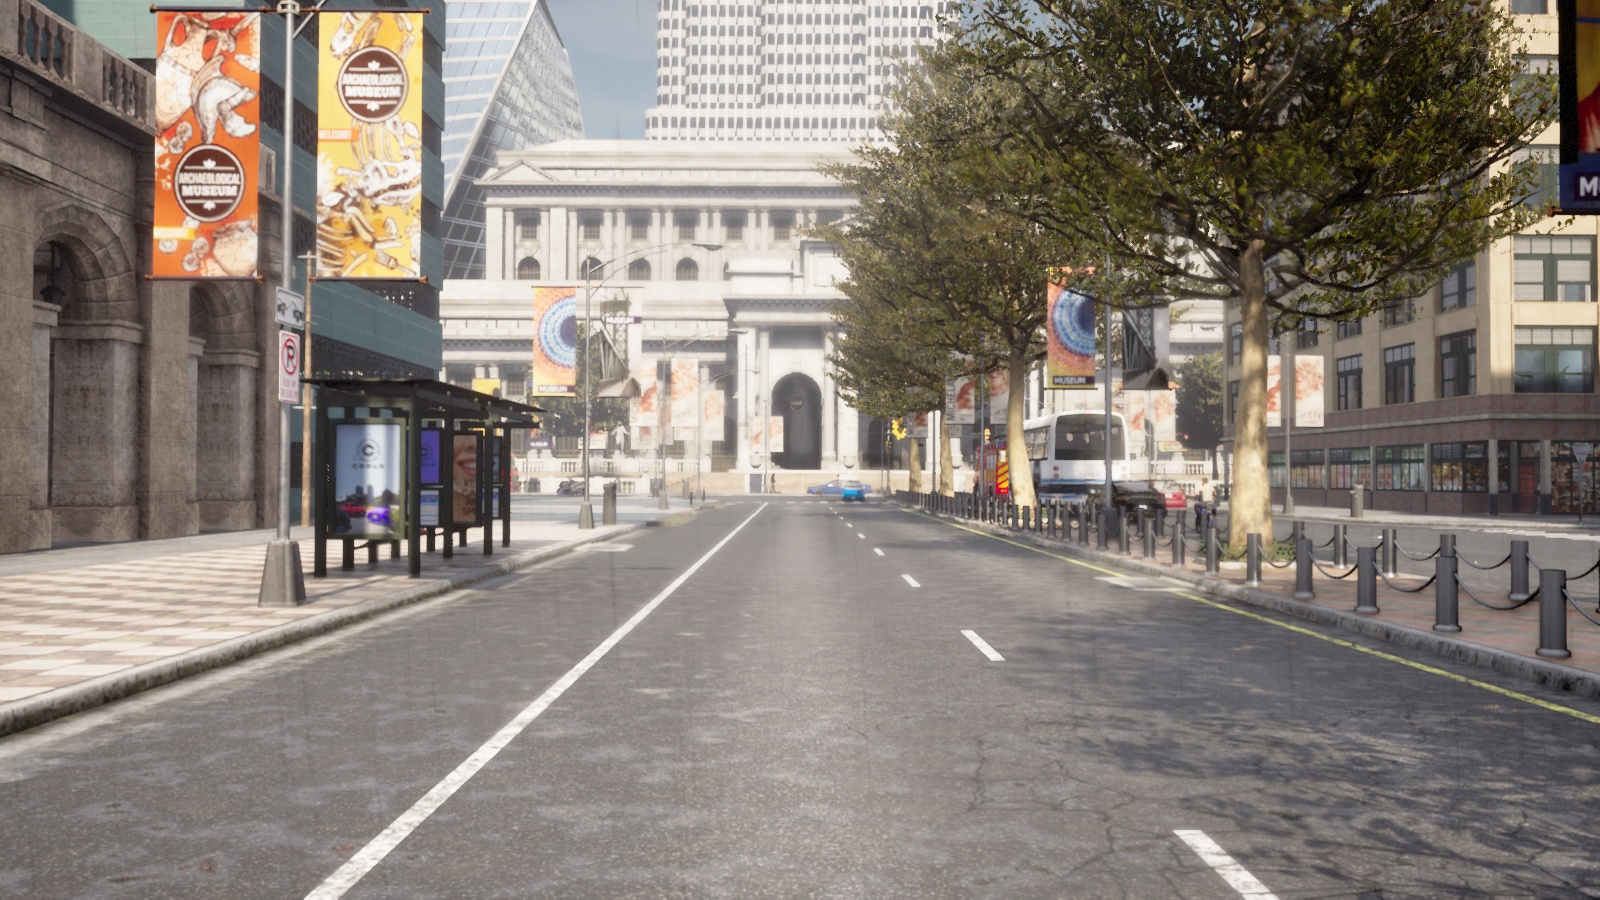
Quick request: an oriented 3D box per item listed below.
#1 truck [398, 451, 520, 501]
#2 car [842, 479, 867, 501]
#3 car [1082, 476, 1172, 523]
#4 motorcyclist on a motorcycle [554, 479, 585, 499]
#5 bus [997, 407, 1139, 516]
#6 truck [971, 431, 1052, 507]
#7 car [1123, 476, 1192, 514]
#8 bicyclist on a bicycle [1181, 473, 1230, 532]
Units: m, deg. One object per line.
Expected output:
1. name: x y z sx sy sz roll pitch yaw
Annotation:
1. truck: -24.315 1.846 89.896 7.936 3.462 2.891 0 -1 0
2. car: 3.488 2.571 80.451 1.481 1.376 2.207 -1 -2 5
3. car: 11.387 1.690 44.088 1.882 1.535 5.008 0 -1 0
4. motorcyclist on a motorcycle: -17.764 2.985 96.871 2.191 1.530 0.866 0 -1 0
5. bus: 11.354 0.559 54.594 3.944 4.253 10.273 0 -1 0
6. truck: 11.274 1.049 67.676 2.891 3.827 8.468 0 -1 0
7. car: 14.864 1.854 52.407 1.789 1.549 3.705 0 -1 0
8. bicyclist on a bicycle: 11.416 1.465 35.422 0.866 1.612 1.509 0 -1 0
